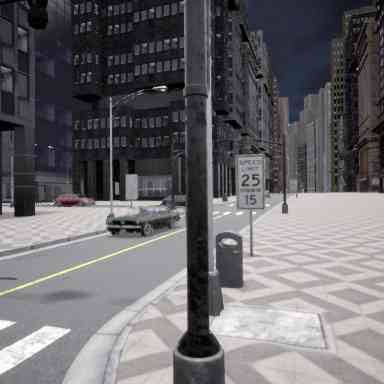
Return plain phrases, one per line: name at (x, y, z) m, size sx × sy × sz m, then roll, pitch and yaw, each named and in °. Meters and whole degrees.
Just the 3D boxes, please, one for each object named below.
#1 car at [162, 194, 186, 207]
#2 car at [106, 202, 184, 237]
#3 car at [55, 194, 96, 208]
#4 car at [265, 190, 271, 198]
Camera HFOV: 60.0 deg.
car at (-0.787, 1.011, 35.055) m, size 4.892 × 1.490 × 1.837 m, roll -1°, pitch 1°, yaw 6°
car at (-2.322, 1.386, 16.853) m, size 1.895 × 1.301 × 4.718 m, roll -1°, pitch 1°, yaw 20°
car at (-13.495, 0.978, 38.635) m, size 4.553 × 1.767 × 2.097 m, roll -1°, pitch 0°, yaw 19°
car at (14.699, 0.441, 66.806) m, size 1.837 × 1.490 × 4.892 m, roll -1°, pitch 1°, yaw 19°
